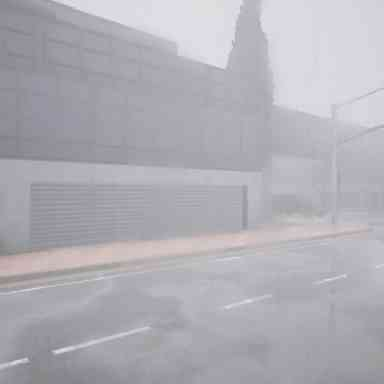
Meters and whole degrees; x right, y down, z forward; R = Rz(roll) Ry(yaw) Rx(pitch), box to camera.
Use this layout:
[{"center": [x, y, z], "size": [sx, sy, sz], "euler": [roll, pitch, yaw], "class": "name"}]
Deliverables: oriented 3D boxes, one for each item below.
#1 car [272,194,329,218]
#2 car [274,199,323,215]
[{"center": [9.615, 1.218, 30.422], "size": [2.150, 2.045, 5.566], "euler": [0, 0, -37], "class": "car"}, {"center": [10.960, 1.521, 34.480], "size": [1.812, 1.442, 4.674], "euler": [0, 0, -37], "class": "car"}]
